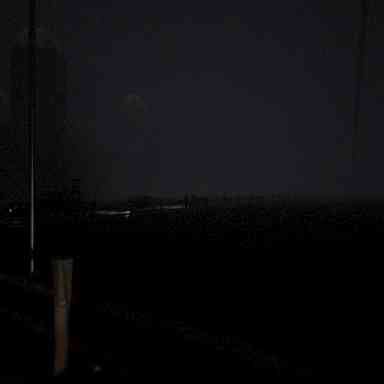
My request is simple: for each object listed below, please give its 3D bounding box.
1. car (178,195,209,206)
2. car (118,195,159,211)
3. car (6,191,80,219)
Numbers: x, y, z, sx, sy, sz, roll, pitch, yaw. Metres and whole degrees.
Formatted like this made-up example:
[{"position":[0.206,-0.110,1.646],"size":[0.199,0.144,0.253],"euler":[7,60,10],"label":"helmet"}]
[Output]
[{"position":[0.165,1.049,43.184],"size":[1.895,1.301,4.718],"euler":[1,1,35],"label":"car"},{"position":[-5.606,1.067,35.008],"size":[1.882,1.535,5.008],"euler":[1,1,35],"label":"car"},{"position":[-11.617,0.960,26.470],"size":[2.150,2.045,5.566],"euler":[1,1,35],"label":"car"}]
